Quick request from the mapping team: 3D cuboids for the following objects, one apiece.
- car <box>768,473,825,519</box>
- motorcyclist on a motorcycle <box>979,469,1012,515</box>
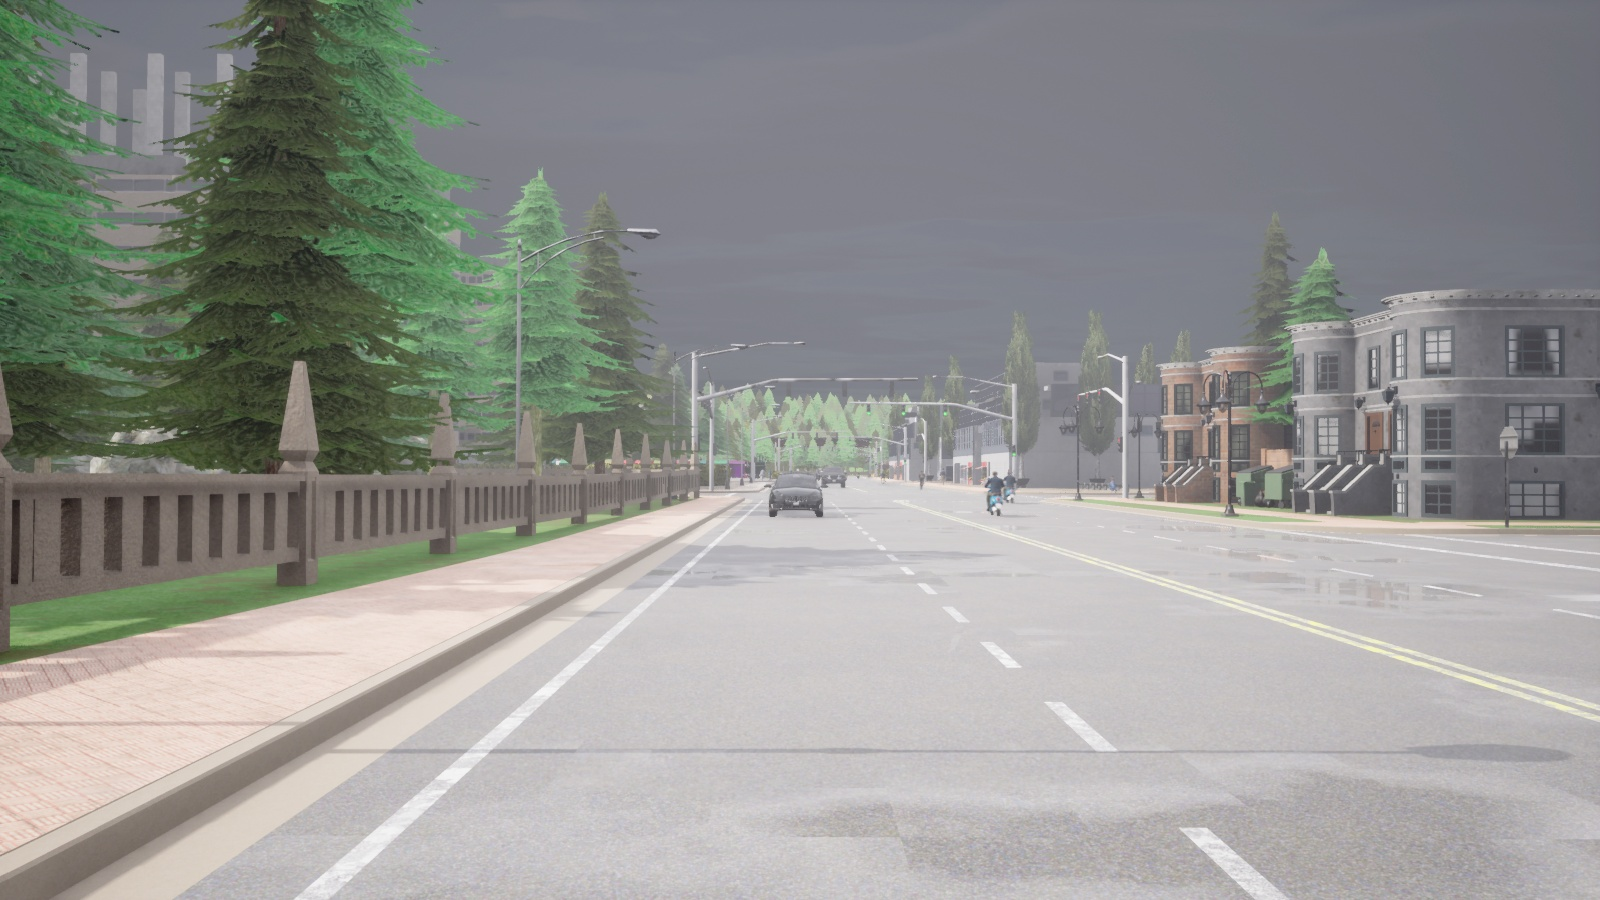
[{"bbox_3d":[-0.122,1.548,43.484,1.837,1.490,4.892,0,-1,0],"label":"car"},{"bbox_3d":[6.876,1.483,44.343,0.866,1.590,1.817,0,-1,0],"label":"motorcyclist on a motorcycle"}]
